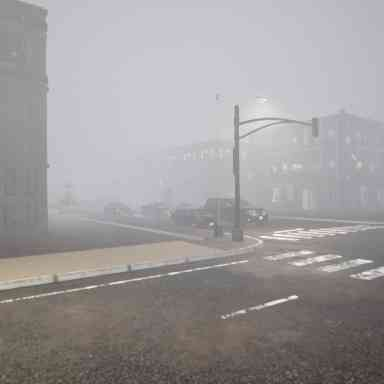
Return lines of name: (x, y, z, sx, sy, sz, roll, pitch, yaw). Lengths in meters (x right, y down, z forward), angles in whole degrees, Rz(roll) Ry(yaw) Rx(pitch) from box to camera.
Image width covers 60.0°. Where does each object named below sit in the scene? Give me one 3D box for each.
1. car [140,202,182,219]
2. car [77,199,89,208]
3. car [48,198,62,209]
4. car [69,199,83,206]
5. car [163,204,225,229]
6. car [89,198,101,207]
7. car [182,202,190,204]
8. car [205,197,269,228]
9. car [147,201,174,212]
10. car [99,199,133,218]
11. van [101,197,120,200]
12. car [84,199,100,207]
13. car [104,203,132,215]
car: (-3.520, 1.827, 33.796, 2.128, 1.511, 4.902, -1, 0, -35)
car: (-20.187, 2.194, 62.822, 1.812, 1.442, 4.674, -1, 0, -35)
car: (-23.819, 2.232, 57.904, 1.752, 1.417, 4.829, -1, 0, -35)
car: (-26.695, 2.364, 76.436, 1.947, 1.339, 4.313, -1, 0, -35)
car: (0.034, 1.814, 24.088, 1.947, 1.339, 4.313, -1, 0, -35)
car: (-17.090, 1.939, 62.894, 2.192, 1.841, 5.009, -1, 0, -35)
car: (-1.066, 1.904, 40.327, 1.802, 1.307, 4.206, -2, 0, -35)
car: (3.039, 1.430, 24.522, 2.150, 2.045, 5.566, -1, -1, -35)
car: (-4.268, 1.966, 44.840, 1.802, 1.307, 4.206, -2, 0, -35)
car: (-7.901, 1.846, 35.474, 1.967, 1.590, 4.097, -1, 0, -35)
van: (-13.885, 1.907, 58.381, 1.690, 1.788, 3.998, -1, 0, -35)
car: (-20.288, 2.227, 67.408, 1.887, 1.381, 4.507, -1, 0, -35)
car: (-9.450, 2.052, 42.169, 1.895, 1.301, 4.718, -1, 0, -35)
